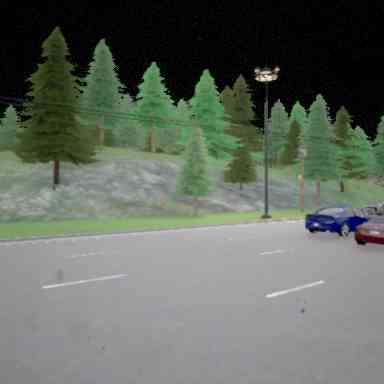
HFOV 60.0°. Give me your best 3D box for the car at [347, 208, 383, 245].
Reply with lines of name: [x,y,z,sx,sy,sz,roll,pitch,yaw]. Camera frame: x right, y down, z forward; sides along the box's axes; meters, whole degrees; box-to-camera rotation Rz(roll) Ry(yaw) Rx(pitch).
car: [8.890,1.584,14.376,4.181,1.385,1.994,0,0,-35]

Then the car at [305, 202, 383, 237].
car: [8.294,1.500,18.250,5.008,1.535,1.882,0,0,-35]
